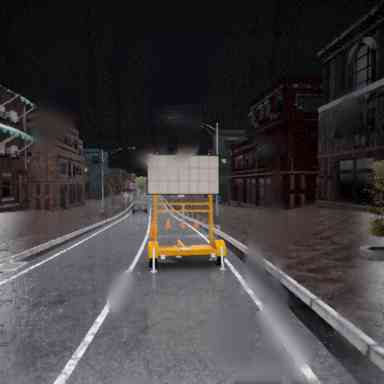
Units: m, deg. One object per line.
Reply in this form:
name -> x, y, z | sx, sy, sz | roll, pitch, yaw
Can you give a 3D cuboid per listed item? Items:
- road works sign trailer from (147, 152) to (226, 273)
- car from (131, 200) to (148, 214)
road works sign trailer -> -0.299, 0.497, 10.941 | 2.380, 3.560, 2.880 | 0, -1, -9
car -> -7.646, 2.165, 48.824 | 2.150, 2.045, 5.566 | 0, -1, -7
